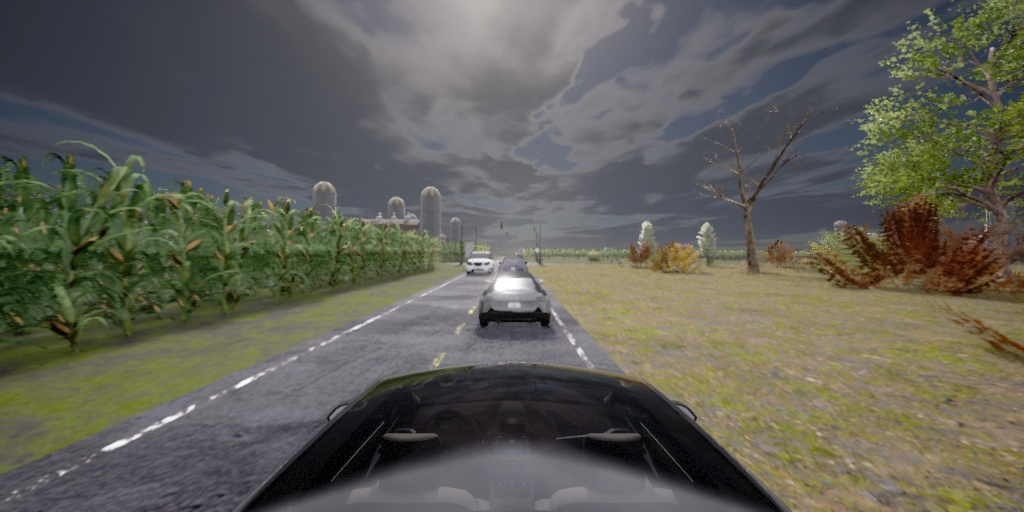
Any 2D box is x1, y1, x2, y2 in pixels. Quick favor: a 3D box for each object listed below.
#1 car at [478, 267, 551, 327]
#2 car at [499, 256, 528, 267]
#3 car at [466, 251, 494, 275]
[{"bbox_3d":[0.082,1.197,11.104,1.994,1.385,4.181,0,1,0],"label":"car"},{"bbox_3d":[0.082,0.801,26.475,2.097,1.767,4.553,0,1,0],"label":"car"},{"bbox_3d":[-2.835,0.596,32.681,2.150,2.045,5.566,0,1,0],"label":"car"}]
